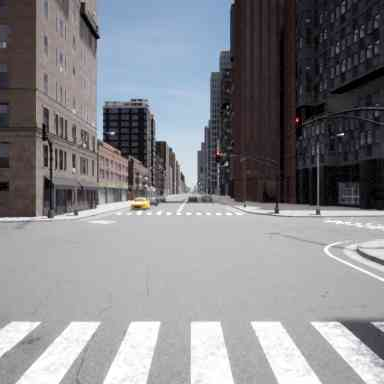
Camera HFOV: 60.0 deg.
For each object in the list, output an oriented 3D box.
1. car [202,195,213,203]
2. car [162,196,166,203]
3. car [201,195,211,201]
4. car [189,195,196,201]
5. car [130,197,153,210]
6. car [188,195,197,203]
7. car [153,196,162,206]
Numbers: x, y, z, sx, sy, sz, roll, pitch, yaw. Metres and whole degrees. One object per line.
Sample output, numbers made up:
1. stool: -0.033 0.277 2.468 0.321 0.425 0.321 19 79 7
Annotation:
1. car: 3.363 1.530 70.973 2.128 1.511 4.902 0 0 0
2. car: -6.400 1.485 68.427 1.882 1.535 5.008 0 0 0
3. car: 3.379 1.497 81.393 2.128 1.511 4.902 0 0 0
4. car: 0.130 1.450 81.397 1.882 1.535 5.008 0 0 0
5. car: -6.531 1.485 42.203 1.882 1.535 5.008 0 0 0
6. car: 0.113 1.483 70.978 1.882 1.535 5.008 0 0 0
7. car: -6.503 1.573 53.522 1.994 1.385 4.181 0 0 0
